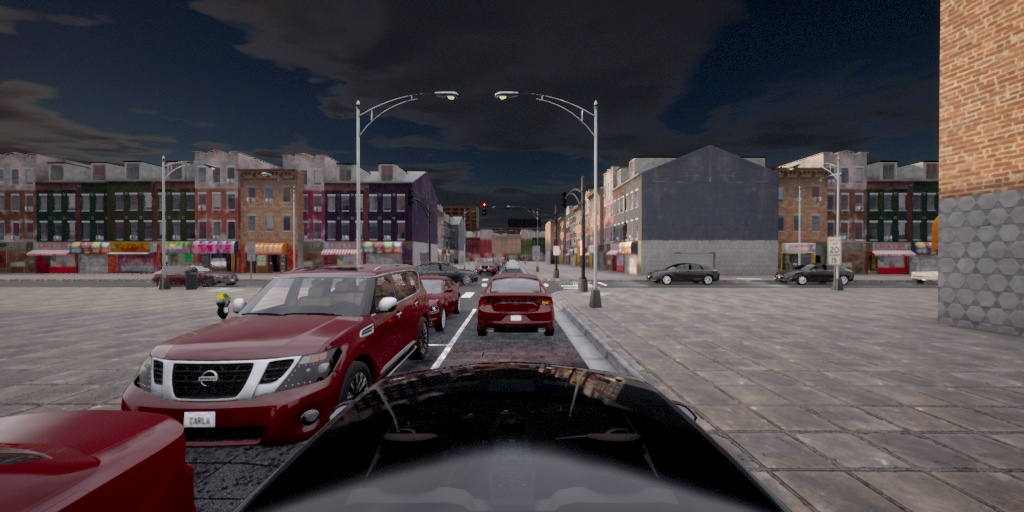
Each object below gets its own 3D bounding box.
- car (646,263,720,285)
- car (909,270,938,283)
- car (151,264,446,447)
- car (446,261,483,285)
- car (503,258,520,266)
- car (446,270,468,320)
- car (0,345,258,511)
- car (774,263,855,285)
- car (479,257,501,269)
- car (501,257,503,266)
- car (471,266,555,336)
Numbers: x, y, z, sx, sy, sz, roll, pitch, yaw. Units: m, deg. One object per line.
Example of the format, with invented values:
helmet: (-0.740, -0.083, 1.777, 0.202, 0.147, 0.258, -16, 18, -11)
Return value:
car: (12.218, 1.264, 25.757, 4.892, 1.490, 1.837, 0, 0, 0)
car: (31.770, 1.390, 25.727, 4.718, 1.301, 1.895, 0, 0, 0)
car: (-2.640, 1.064, 5.548, 2.192, 1.841, 5.009, 0, 0, 0)
car: (-4.762, 1.257, 24.346, 4.892, 1.490, 1.837, 0, 2, -22)
car: (0.099, 1.294, 49.760, 1.812, 1.442, 4.674, 0, 0, 0)
car: (-2.642, 1.294, 10.982, 1.888, 1.381, 4.507, 0, 0, 0)
car: (-2.638, 1.295, 0.115, 1.888, 1.381, 4.507, 0, 0, 0)
car: (21.609, 1.277, 25.744, 4.892, 1.490, 1.837, 0, 0, 0)
car: (-2.652, 1.072, 37.391, 2.192, 1.841, 5.009, 0, 0, 0)
car: (-2.657, 1.081, 48.245, 2.192, 1.841, 5.009, 0, 0, 0)
car: (0.093, 1.227, 10.445, 1.882, 1.535, 5.008, 0, 0, 0)
